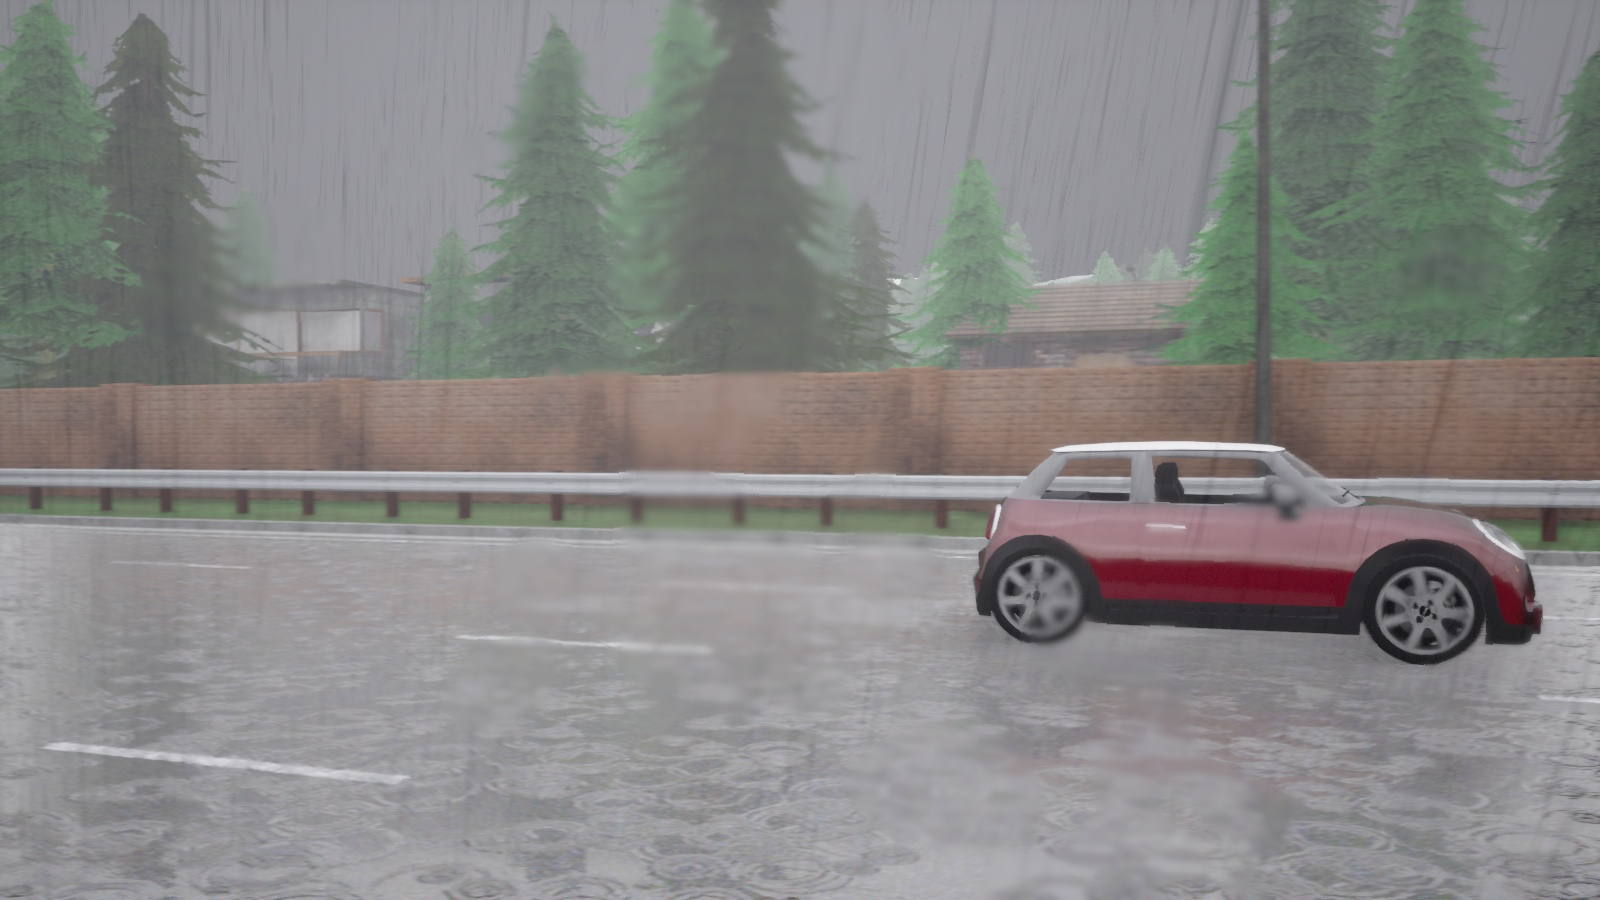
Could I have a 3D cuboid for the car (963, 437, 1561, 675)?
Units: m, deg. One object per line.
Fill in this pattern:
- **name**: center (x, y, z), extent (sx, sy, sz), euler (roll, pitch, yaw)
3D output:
- **car**: center (3.306, 0.654, 9.466), extent (3.806, 1.475, 1.970), euler (0, 1, 19)
